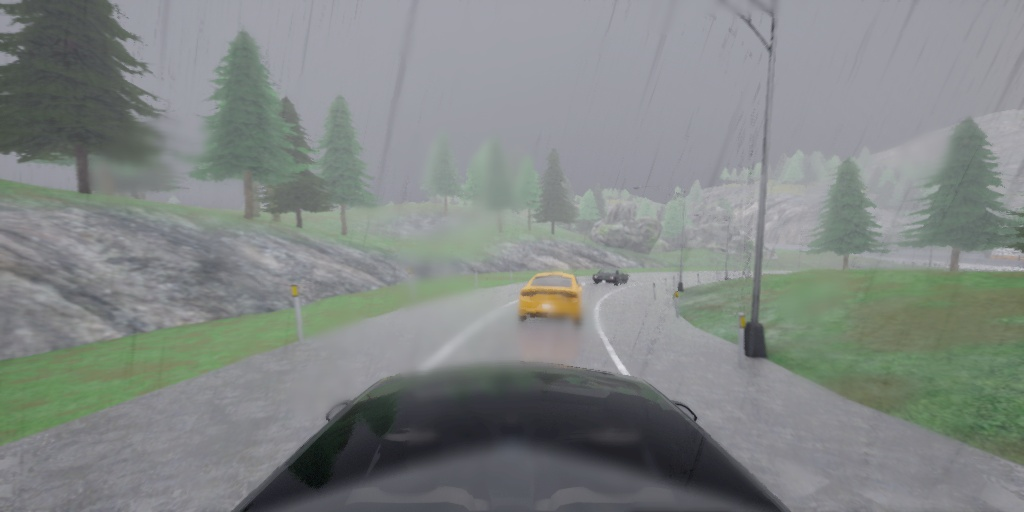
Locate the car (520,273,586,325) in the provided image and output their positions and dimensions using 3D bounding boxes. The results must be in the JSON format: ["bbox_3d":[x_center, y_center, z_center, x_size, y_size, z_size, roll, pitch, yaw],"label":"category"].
[{"bbox_3d":[1.523,1.318,12.546,1.882,1.535,5.008,1,0,12],"label":"car"}]

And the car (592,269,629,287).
[{"bbox_3d":[8.268,1.717,29.660,1.895,1.301,4.718,3,1,31],"label":"car"}]
